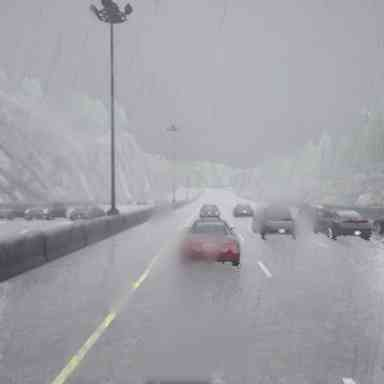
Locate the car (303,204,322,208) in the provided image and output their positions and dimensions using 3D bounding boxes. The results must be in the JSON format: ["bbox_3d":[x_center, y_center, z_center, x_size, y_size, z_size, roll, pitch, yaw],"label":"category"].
[{"bbox_3d":[12.319,1.922,33.899,1.812,1.442,4.674,0,0,3],"label":"car"}]

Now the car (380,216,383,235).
[{"bbox_3d":[11.467,1.719,17.628,2.128,1.511,4.902,0,-1,3],"label":"car"}]

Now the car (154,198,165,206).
[{"bbox_3d":[-6.904,2.151,70.379,1.837,1.490,4.892,0,-1,3],"label":"car"}]

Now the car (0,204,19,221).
[{"bbox_3d":[-16.144,1.797,29.497,1.994,1.385,4.181,0,-1,3],"label":"car"}]

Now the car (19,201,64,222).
[{"bbox_3d":[-12.656,1.596,29.171,2.097,1.767,4.553,0,-1,3],"label":"car"}]

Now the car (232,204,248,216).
[{"bbox_3d":[5.371,1.943,35.104,1.994,1.385,4.181,0,-1,3],"label":"car"}]

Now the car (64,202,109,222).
[{"bbox_3d":[-9.151,1.823,29.194,1.994,1.385,4.181,0,-1,3],"label":"car"}]

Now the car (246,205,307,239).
[{"bbox_3d":[4.508,1.700,18.555,2.128,1.511,4.902,0,-1,3],"label":"car"}]

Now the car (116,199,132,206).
[{"bbox_3d":[-13.895,2.150,70.744,2.128,1.511,4.902,0,-1,3],"label":"car"}]

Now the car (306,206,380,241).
[{"bbox_3d":[7.994,1.724,18.216,1.837,1.490,4.892,0,-1,3],"label":"car"}]

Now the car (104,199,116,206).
[{"bbox_3d":[-17.412,2.170,70.511,2.033,1.411,5.357,0,-1,3],"label":"car"}]

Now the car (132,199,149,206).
[{"bbox_3d":[-10.422,2.196,70.146,2.033,1.411,5.357,0,-1,3],"label":"car"}]

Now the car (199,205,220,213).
[{"bbox_3d":[1.635,1.866,30.691,2.033,1.411,5.357,0,-1,3],"label":"car"}]

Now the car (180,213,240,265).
[{"bbox_3d":[0.664,1.693,12.254,1.994,1.385,4.181,0,0,3],"label":"car"}]
